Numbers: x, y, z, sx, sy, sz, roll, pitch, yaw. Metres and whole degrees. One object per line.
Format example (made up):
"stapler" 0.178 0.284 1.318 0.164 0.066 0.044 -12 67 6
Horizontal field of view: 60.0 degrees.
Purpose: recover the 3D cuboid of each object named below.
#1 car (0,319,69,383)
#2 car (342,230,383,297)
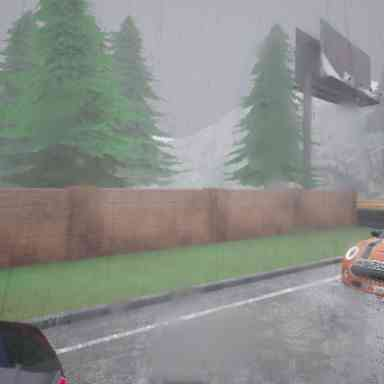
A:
"car" -2.908 1.564 1.886 4.181 1.385 1.994 0 0 -35
"car" 5.576 1.353 7.874 4.553 1.767 2.097 0 0 -35
